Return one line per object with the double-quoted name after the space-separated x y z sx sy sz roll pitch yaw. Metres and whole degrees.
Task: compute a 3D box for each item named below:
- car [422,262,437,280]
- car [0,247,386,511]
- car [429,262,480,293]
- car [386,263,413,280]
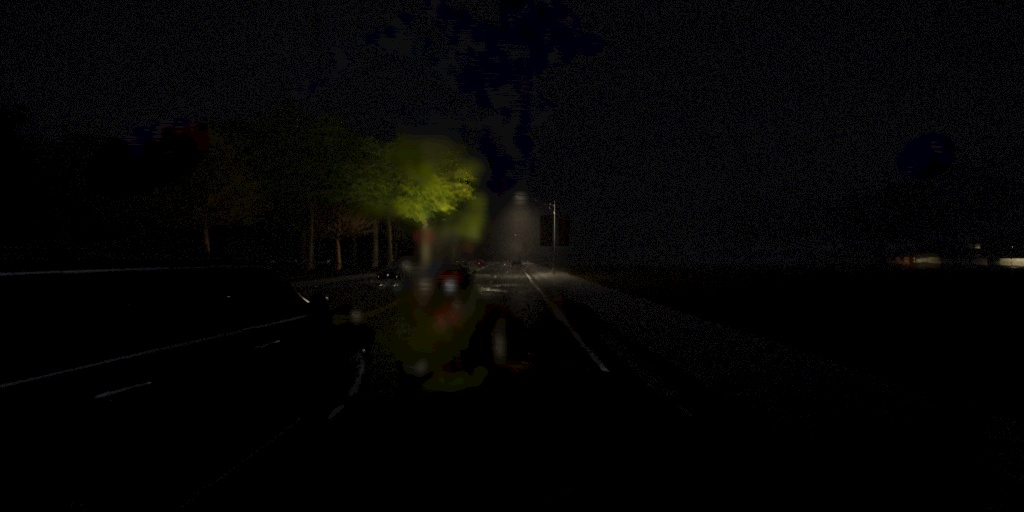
-6.592 1.286 31.676 1.812 1.442 4.674 0 0 0 "car"
-3.149 0.972 2.997 2.150 2.045 5.566 0 0 0 "car"
-3.149 1.260 20.634 1.837 1.490 4.892 0 0 0 "car"
-9.842 1.324 30.401 1.994 1.385 4.181 0 0 0 "car"
